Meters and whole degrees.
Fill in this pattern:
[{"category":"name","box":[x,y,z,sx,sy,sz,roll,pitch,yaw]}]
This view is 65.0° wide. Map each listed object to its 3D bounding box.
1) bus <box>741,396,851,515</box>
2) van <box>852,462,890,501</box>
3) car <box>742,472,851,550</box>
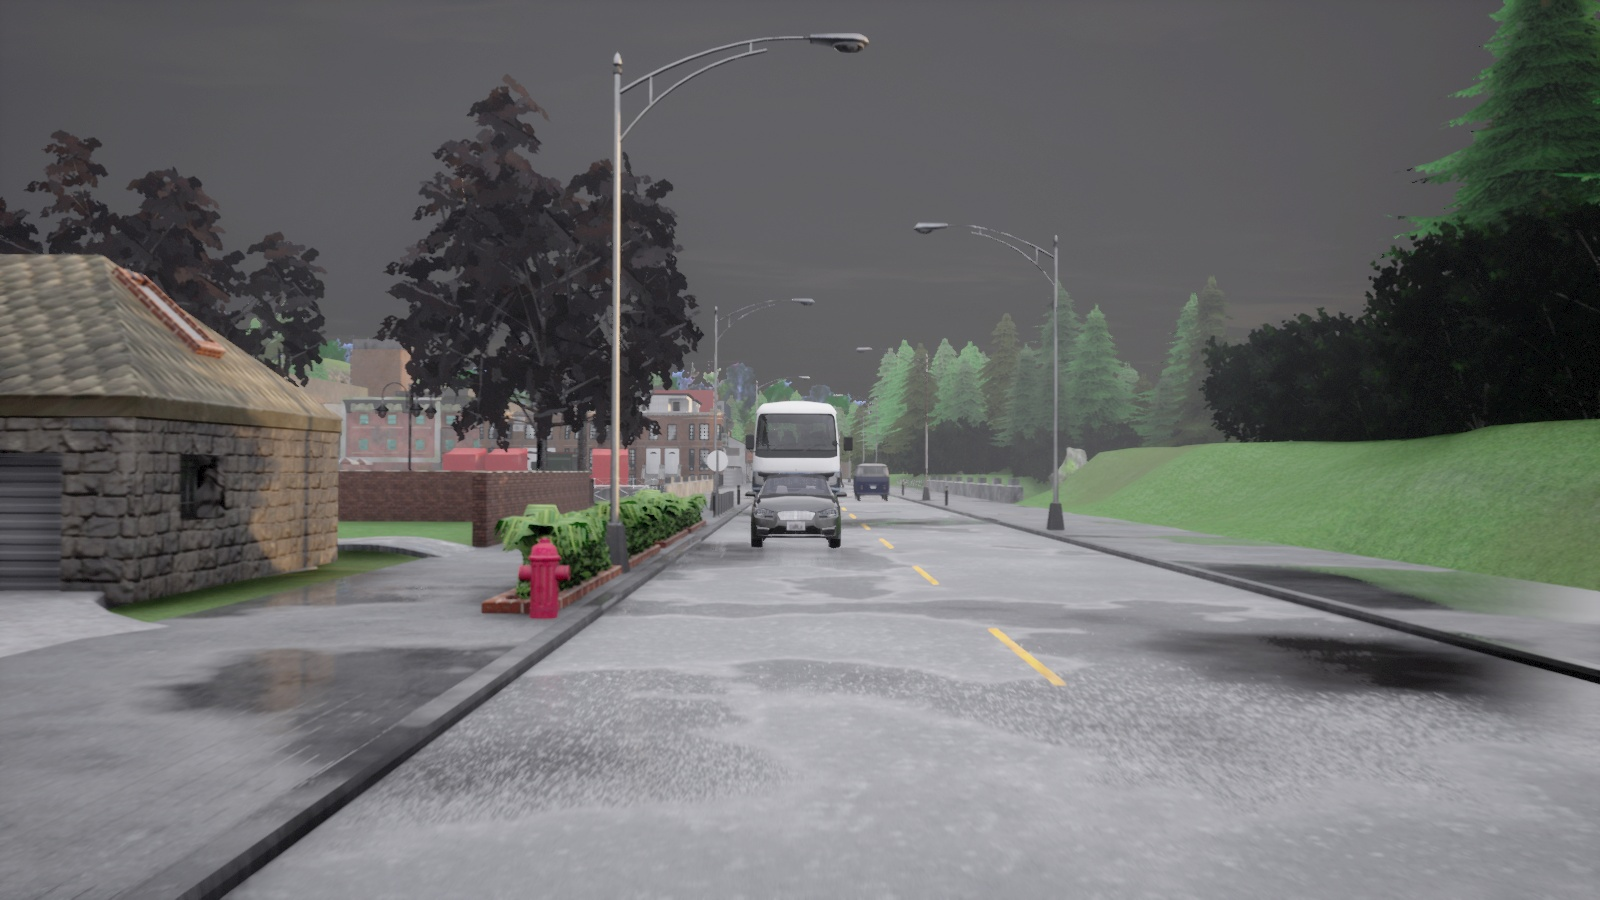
[{"category":"bus","box":[-0.150,0.279,50.193,3.944,4.253,10.273,0,-1,0]},{"category":"van","box":[3.803,1.687,67.769,1.775,1.987,4.442,0,-1,0]},{"category":"car","box":[-0.077,1.221,26.897,2.128,1.511,4.902,0,-1,0]}]
